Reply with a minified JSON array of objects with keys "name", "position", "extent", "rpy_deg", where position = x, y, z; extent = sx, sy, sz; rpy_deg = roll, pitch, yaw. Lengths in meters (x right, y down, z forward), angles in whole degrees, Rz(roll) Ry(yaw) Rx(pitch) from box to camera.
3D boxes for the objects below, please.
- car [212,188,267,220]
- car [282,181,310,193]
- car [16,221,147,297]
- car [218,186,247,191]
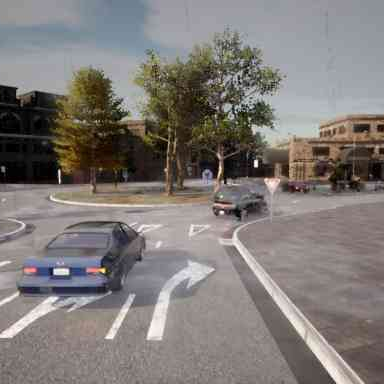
[{"name":"car","position":[3.209,0.832,21.649],"extent":[2.128,1.511,4.902],"rpy_deg":[3,6,36]},{"name":"car","position":[12.502,-0.634,40.495],"extent":[1.895,1.301,4.718],"rpy_deg":[0,5,-4]},{"name":"car","position":[-2.427,1.472,8.694],"extent":[2.033,1.411,5.357],"rpy_deg":[0,1,0]},{"name":"car","position":[3.679,0.312,26.166],"extent":[4.553,1.767,2.097],"rpy_deg":[-4,6,-43]}]
